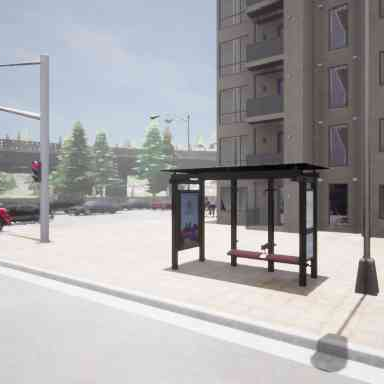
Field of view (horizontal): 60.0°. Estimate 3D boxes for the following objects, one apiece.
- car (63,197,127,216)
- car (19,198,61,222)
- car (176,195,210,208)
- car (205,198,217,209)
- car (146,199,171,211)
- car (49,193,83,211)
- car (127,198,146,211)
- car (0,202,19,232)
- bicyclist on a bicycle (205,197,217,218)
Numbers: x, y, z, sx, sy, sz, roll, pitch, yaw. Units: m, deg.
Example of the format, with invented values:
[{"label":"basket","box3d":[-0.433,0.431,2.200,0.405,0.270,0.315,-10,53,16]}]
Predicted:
[{"label":"car","box3d":[-9.276,1.492,32.367,2.033,1.411,5.357,0,0,37]},{"label":"car","box3d":[-11.886,1.422,22.620,1.882,1.535,5.008,0,0,36]},{"label":"car","box3d":[0.151,1.297,47.392,4.553,1.767,2.097,0,0,-34]},{"label":"car","box3d":[4.230,1.470,41.788,4.674,1.442,1.812,0,0,-38]},{"label":"car","box3d":[-2.825,1.545,40.301,1.895,1.301,4.718,0,0,43]},{"label":"car","box3d":[-13.208,1.166,32.917,2.150,2.045,5.566,0,0,37]},{"label":"car","box3d":[-6.888,1.492,40.984,2.033,1.411,5.357,0,0,40]},{"label":"car","box3d":[-12.050,1.171,16.473,2.150,2.045,5.566,0,0,36]},{"label":"bicyclist on a bicycle","box3d":[1.336,1.245,26.619,1.656,1.620,0.582,0,0,36]}]
